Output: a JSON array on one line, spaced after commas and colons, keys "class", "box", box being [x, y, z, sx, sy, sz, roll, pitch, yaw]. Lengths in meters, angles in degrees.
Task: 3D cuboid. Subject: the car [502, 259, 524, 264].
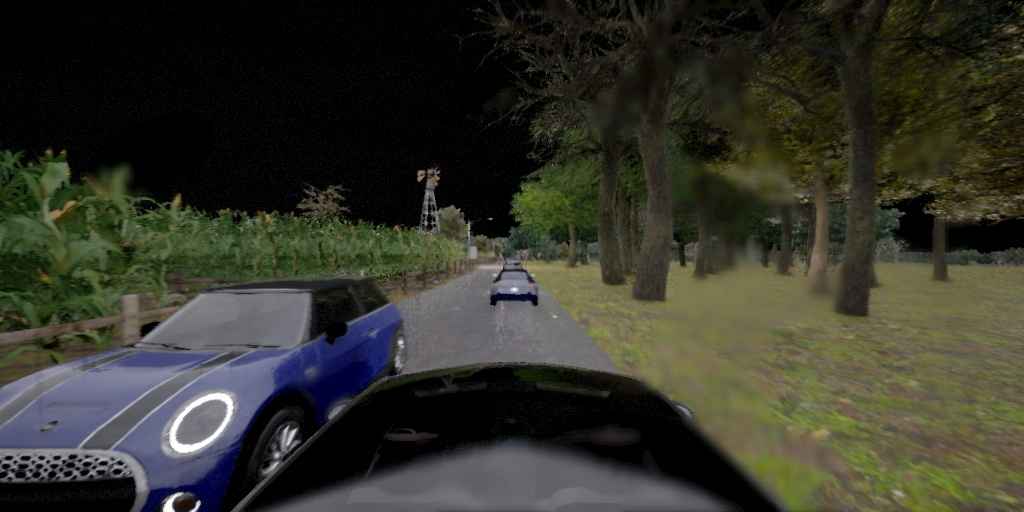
[{"class": "car", "box": [0.084, 1.055, 34.368, 2.128, 1.511, 4.902, 0, 0, 0]}]

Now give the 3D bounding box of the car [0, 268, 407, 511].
[{"class": "car", "box": [-2.848, 1.086, 4.257, 2.097, 1.767, 4.553, 0, 0, 0]}]

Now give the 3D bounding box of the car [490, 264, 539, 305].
[{"class": "car", "box": [0.089, 1.233, 15.623, 1.994, 1.385, 4.181, 0, 0, 0]}]
